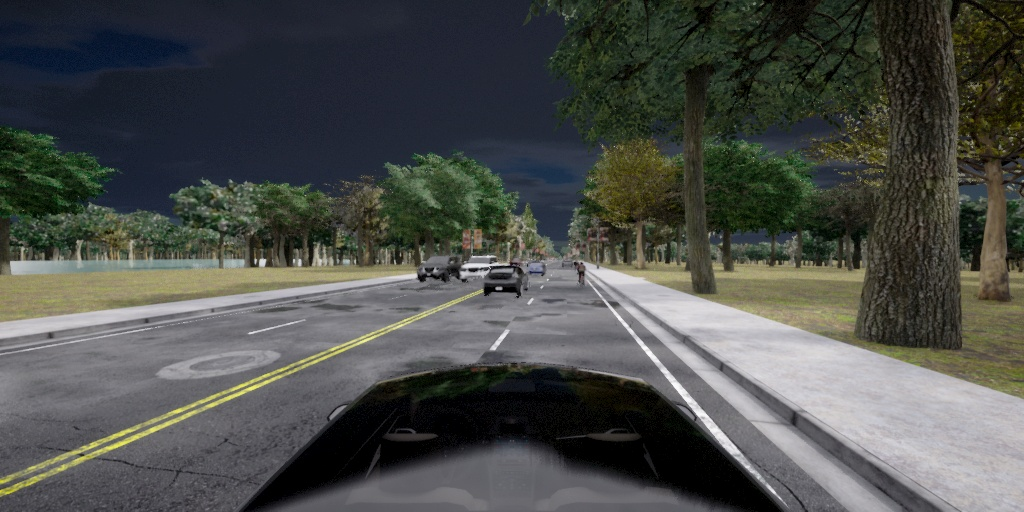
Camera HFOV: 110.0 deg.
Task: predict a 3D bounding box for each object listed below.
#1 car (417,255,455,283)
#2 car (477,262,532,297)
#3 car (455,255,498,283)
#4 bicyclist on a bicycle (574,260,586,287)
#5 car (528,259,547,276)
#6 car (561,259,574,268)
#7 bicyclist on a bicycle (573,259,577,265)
[{"bbox_3d":[-5.568,0.973,28.470,2.150,2.045,5.566,0,0,9],"label":"car"},{"bbox_3d":[-0.229,1.258,19.038,1.837,1.490,4.892,0,0,9],"label":"car"},{"bbox_3d":[-2.354,0.974,27.980,2.150,2.045,5.566,0,0,9],"label":"car"},{"bbox_3d":[4.448,1.207,22.905,0.582,1.620,1.656,0,0,9],"label":"bicyclist on a bicycle"},{"bbox_3d":[2.596,1.301,37.598,2.033,1.411,5.357,0,0,9],"label":"car"},{"bbox_3d":[9.880,1.269,63.851,2.128,1.511,4.902,0,0,9],"label":"car"},{"bbox_3d":[6.243,1.124,34.692,0.659,1.776,1.843,0,0,9],"label":"bicyclist on a bicycle"}]
